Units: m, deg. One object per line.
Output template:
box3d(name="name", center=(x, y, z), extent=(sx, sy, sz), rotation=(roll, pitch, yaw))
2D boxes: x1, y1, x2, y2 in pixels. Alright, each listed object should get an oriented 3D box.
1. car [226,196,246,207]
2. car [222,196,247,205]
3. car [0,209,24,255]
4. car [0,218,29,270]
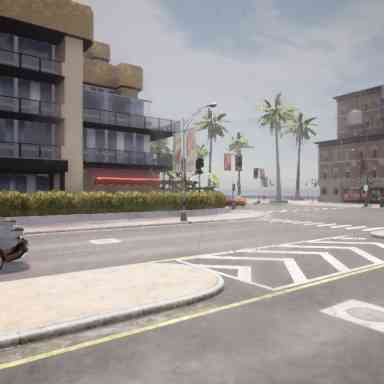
box3d(name="car", center=(6.106, 1.478, 51.220), extent=(1.882, 1.535, 5.008), rotation=(0, 0, -35))
box3d(name="car", center=(7.784, 1.477, 61.378), extent=(1.882, 1.535, 5.008), rotation=(0, 0, -35))
box3d(name="car", center=(-8.861, 1.492, 11.800), extent=(4.902, 1.511, 2.128), rotation=(0, 0, -35))
box3d(name="car", center=(-7.050, 1.492, 8.795), extent=(4.902, 1.511, 2.128), rotation=(0, 0, -36))
